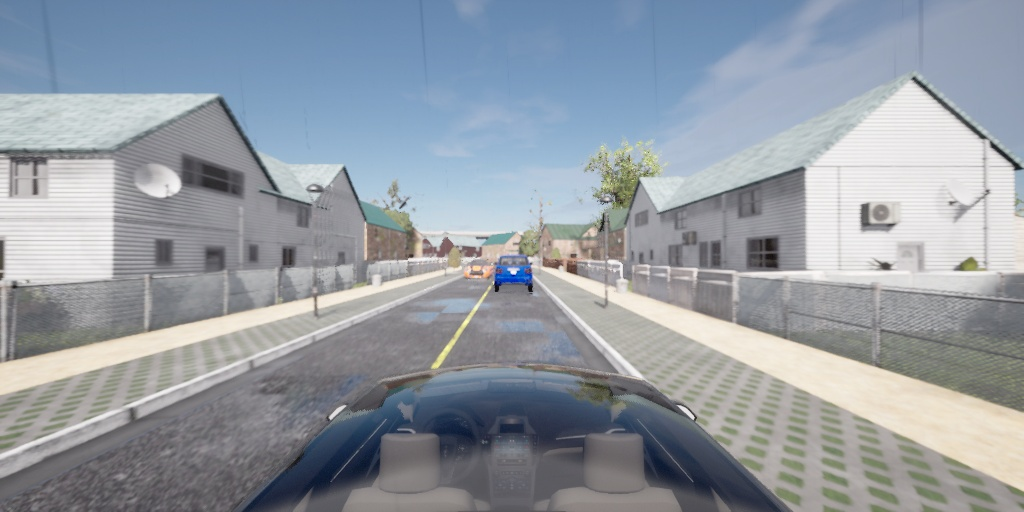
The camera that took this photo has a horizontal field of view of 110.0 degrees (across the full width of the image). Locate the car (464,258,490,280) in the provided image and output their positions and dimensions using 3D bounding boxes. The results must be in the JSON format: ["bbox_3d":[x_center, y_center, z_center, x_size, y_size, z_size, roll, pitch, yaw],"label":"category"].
[{"bbox_3d":[-2.838,1.072,30.834,2.097,1.767,4.553,0,0,0],"label":"car"}]

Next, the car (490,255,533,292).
[{"bbox_3d":[0.100,0.953,21.498,2.150,2.045,5.566,0,0,0],"label":"car"}]
